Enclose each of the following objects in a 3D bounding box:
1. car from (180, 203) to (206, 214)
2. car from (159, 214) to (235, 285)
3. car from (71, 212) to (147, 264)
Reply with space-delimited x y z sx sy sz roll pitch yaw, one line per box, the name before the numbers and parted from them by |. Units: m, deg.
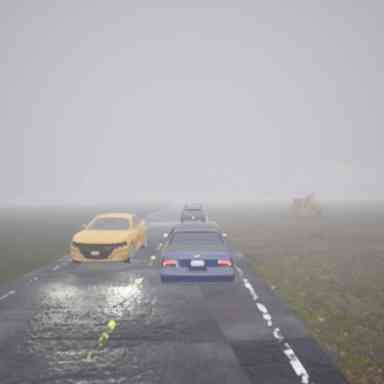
car | 0.092 1.647 26.427 2.128 1.511 4.902 0 0 0
car | 0.103 1.604 9.721 2.033 1.411 5.357 0 0 0
car | -2.843 1.540 12.294 1.882 1.535 5.008 1 0 0
